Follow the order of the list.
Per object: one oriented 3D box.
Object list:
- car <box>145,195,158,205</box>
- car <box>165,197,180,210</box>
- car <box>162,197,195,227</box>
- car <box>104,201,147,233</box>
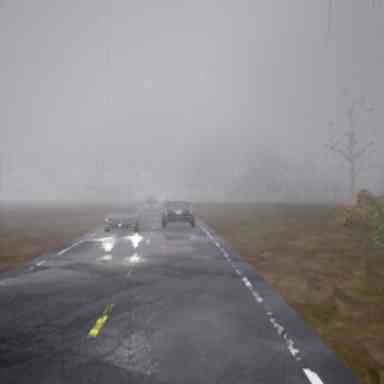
[{"bbox_3d":[-7.007,1.265,58.251,2.097,1.767,4.553,0,0,-4],"label":"car"},{"bbox_3d":[-2.602,1.410,42.952,1.882,1.535,5.008,0,0,-5],"label":"car"},{"bbox_3d":[-0.972,1.315,22.601,2.097,1.767,4.553,0,0,-4],"label":"car"},{"bbox_3d":[-3.932,1.478,19.755,1.837,1.490,4.892,0,0,-4],"label":"car"}]
